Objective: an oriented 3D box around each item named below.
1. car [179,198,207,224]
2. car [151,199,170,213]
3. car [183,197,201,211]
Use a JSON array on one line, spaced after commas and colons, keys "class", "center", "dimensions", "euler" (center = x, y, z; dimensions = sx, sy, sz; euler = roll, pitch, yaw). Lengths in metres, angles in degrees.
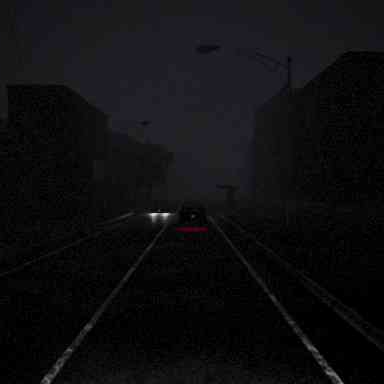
[{"class": "car", "center": [0.047, 1.449, 24.365], "dimensions": [1.882, 1.535, 5.008], "euler": [0, 0, 0]}, {"class": "car", "center": [-3.423, 1.531, 37.204], "dimensions": [2.033, 1.411, 5.357], "euler": [0, 0, 0]}, {"class": "car", "center": [-0.012, 1.479, 41.622], "dimensions": [2.128, 1.511, 4.902], "euler": [0, 0, 0]}]
